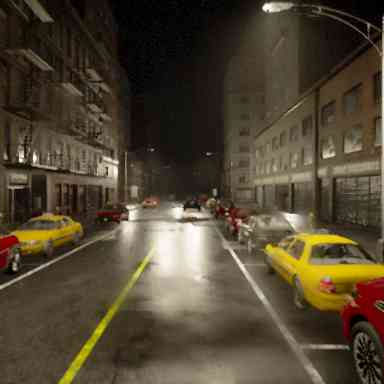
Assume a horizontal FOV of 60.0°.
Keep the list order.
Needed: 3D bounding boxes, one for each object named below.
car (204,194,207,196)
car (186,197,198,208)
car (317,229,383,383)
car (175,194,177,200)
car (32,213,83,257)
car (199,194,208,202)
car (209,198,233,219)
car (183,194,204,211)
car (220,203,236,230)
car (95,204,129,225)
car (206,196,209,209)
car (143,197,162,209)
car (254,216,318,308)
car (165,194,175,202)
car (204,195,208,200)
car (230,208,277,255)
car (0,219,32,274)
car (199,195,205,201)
[{"bbox_3d":[2.843,1.435,78.389,2.192,1.841,5.009,-1,0,0],"label":"car"},{"bbox_3d":[-0.002,1.552,50.135,1.837,1.490,4.892,0,0,0],"label":"car"},{"bbox_3d":[2.848,1.315,2.044,2.192,1.841,5.009,-1,0,0],"label":"car"},{"bbox_3d":[-5.680,1.673,89.390,1.752,1.417,4.829,-1,0,0],"label":"car"},{"bbox_3d":[-5.676,1.527,12.867,1.752,1.417,4.829,-1,0,0],"label":"car"},{"bbox_3d":[2.845,1.449,83.975,2.192,1.841,5.009,-1,0,0],"label":"car"},{"bbox_3d":[2.847,1.455,29.528,1.967,1.590,4.097,-1,0,0],"label":"car"},{"bbox_3d":[0.001,1.382,40.798,2.097,1.767,4.553,0,0,0],"label":"car"},{"bbox_3d":[2.849,1.549,18.535,1.887,1.381,4.507,-1,0,0],"label":"car"},{"bbox_3d":[-5.677,1.554,24.031,1.887,1.381,4.507,-1,0,0],"label":"car"},{"bbox_3d":[2.847,1.462,35.026,1.967,1.590,4.097,-1,0,0],"label":"car"},{"bbox_3d":[-5.679,1.480,46.019,1.967,1.590,4.097,-1,0,0],"label":"car"},{"bbox_3d":[2.849,1.525,7.712,1.752,1.417,4.829,-1,0,0],"label":"car"},{"bbox_3d":[-5.680,1.686,78.388,1.947,1.339,4.313,-1,0,0],"label":"car"},{"bbox_3d":[2.847,1.565,46.190,1.752,1.417,4.829,-1,0,0],"label":"car"},{"bbox_3d":[2.849,1.552,13.038,2.008,1.369,4.403,-1,0,0],"label":"car"},{"bbox_3d":[-5.677,1.440,7.541,1.967,1.590,4.097,-1,0,0],"label":"car"},{"bbox_3d":[2.849,1.687,95.316,1.752,1.417,4.829,-1,0,0],"label":"car"}]
